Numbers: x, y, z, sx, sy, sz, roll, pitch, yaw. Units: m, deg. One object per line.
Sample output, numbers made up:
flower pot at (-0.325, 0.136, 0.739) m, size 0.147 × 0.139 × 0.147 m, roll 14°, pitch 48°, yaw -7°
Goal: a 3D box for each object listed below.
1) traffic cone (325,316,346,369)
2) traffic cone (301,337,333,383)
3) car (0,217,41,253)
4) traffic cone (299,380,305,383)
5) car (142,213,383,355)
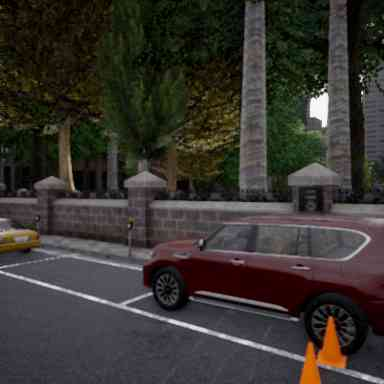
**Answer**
traffic cone at (1.844, 1.942, 4.412) m, size 0.340 × 0.580 × 0.340 m, roll 0°, pitch 6°, yaw 29°
traffic cone at (1.303, 1.957, 3.661) m, size 0.340 × 0.580 × 0.340 m, roll 0°, pitch 0°, yaw 36°
car at (-7.631, 1.550, 12.568) m, size 4.829 × 1.417 × 1.752 m, roll 0°, pitch 0°, yaw 36°
traffic cone at (0.721, 1.957, 2.848) m, size 0.340 × 0.580 × 0.340 m, roll 0°, pitch 0°, yaw 36°
car at (1.378, 1.319, 6.113) m, size 5.009 × 1.841 × 2.192 m, roll 0°, pitch 0°, yaw 36°
